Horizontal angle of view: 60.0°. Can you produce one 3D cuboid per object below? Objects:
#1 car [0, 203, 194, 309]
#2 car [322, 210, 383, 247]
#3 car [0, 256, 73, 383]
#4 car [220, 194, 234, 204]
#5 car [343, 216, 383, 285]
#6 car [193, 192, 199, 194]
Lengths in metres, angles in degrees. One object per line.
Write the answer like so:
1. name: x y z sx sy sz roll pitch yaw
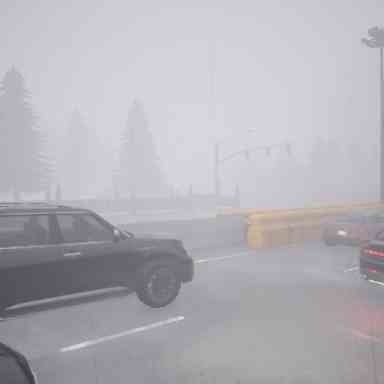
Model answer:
1. car: -2.625 1.218 6.173 5.566 2.045 2.150 -1 0 -36
2. car: 6.982 1.399 13.011 4.181 1.385 1.994 -1 1 -35
3. car: -3.285 1.486 1.397 4.902 1.511 2.128 0 0 -36
4. car: 4.918 1.064 49.774 1.812 1.442 4.674 -1 1 -35
5. car: 5.900 1.398 7.954 4.892 1.490 1.837 -1 1 -35
6. car: 1.000 0.841 76.645 2.128 1.511 4.902 -1 1 3
